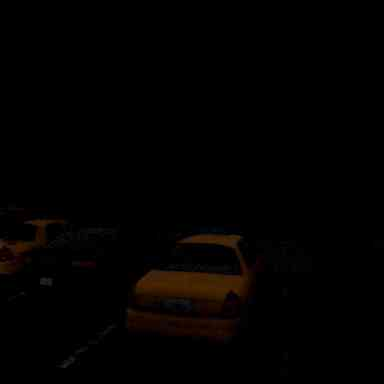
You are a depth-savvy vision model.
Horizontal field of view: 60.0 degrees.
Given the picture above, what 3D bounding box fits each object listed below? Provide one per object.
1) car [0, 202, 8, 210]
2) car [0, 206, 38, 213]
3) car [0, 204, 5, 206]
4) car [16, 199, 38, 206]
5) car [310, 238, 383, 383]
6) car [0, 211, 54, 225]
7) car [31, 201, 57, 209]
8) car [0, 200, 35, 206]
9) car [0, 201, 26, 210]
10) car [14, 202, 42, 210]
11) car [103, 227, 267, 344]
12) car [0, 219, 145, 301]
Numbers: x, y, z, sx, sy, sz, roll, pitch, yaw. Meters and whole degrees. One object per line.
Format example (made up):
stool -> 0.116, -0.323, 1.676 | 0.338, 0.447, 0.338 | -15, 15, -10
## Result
car -> -36.124, 2.474, 59.869 | 4.892, 1.521, 2.231 | 0, -2, 15
car -> -6.771, 1.479, 11.771 | 2.097, 1.535, 5.008 | 1, -1, 16
car -> -11.582, 1.476, 15.212 | 2.231, 1.521, 4.892 | 1, -1, 16
car -> -22.855, 2.121, 47.143 | 5.566, 2.045, 2.435 | 2, -1, 15
car -> 2.870, 1.516, 4.864 | 2.163, 1.488, 4.792 | 1, -1, 15
car -> -4.313, 1.481, 10.230 | 1.946, 1.575, 5.366 | 0, -1, 16
car -> -30.355, 2.657, 68.243 | 4.553, 1.767, 2.185 | 0, -2, 15
car -> -24.442, 2.267, 44.616 | 5.366, 1.575, 1.946 | 2, -2, 15
car -> -34.375, 2.573, 62.700 | 5.366, 1.575, 1.946 | 0, -2, 15
car -> -32.232, 2.708, 65.440 | 4.792, 1.488, 2.163 | 0, -2, 15
car -> 0.503, 1.484, 6.791 | 1.946, 1.575, 5.366 | 0, -1, 16
car -> -1.943, 1.483, 8.328 | 2.097, 1.535, 5.008 | 0, -1, 15
